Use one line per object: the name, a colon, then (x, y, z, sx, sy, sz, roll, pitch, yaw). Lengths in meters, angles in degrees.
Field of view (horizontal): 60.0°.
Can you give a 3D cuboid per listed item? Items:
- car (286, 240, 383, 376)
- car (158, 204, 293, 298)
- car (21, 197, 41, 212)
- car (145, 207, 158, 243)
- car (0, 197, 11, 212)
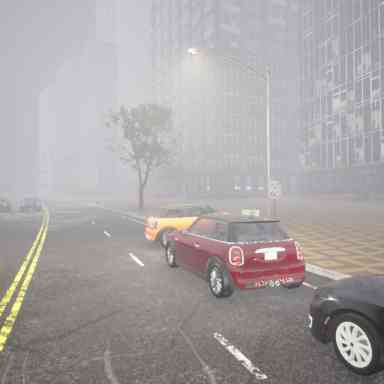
car: (3.595, 1.505, 3.441, 1.837, 1.490, 4.892, 0, 0, -36)
car: (0.836, 1.355, 8.900, 2.097, 1.767, 4.553, 0, 0, -22)
car: (-19.013, 1.393, 39.353, 2.097, 1.767, 4.553, 0, 0, -24)
car: (0.288, 1.276, 14.541, 4.553, 1.767, 2.097, -3, 1, -18)
car: (-21.976, 1.390, 38.018, 2.097, 1.767, 4.553, 0, 0, -24)
